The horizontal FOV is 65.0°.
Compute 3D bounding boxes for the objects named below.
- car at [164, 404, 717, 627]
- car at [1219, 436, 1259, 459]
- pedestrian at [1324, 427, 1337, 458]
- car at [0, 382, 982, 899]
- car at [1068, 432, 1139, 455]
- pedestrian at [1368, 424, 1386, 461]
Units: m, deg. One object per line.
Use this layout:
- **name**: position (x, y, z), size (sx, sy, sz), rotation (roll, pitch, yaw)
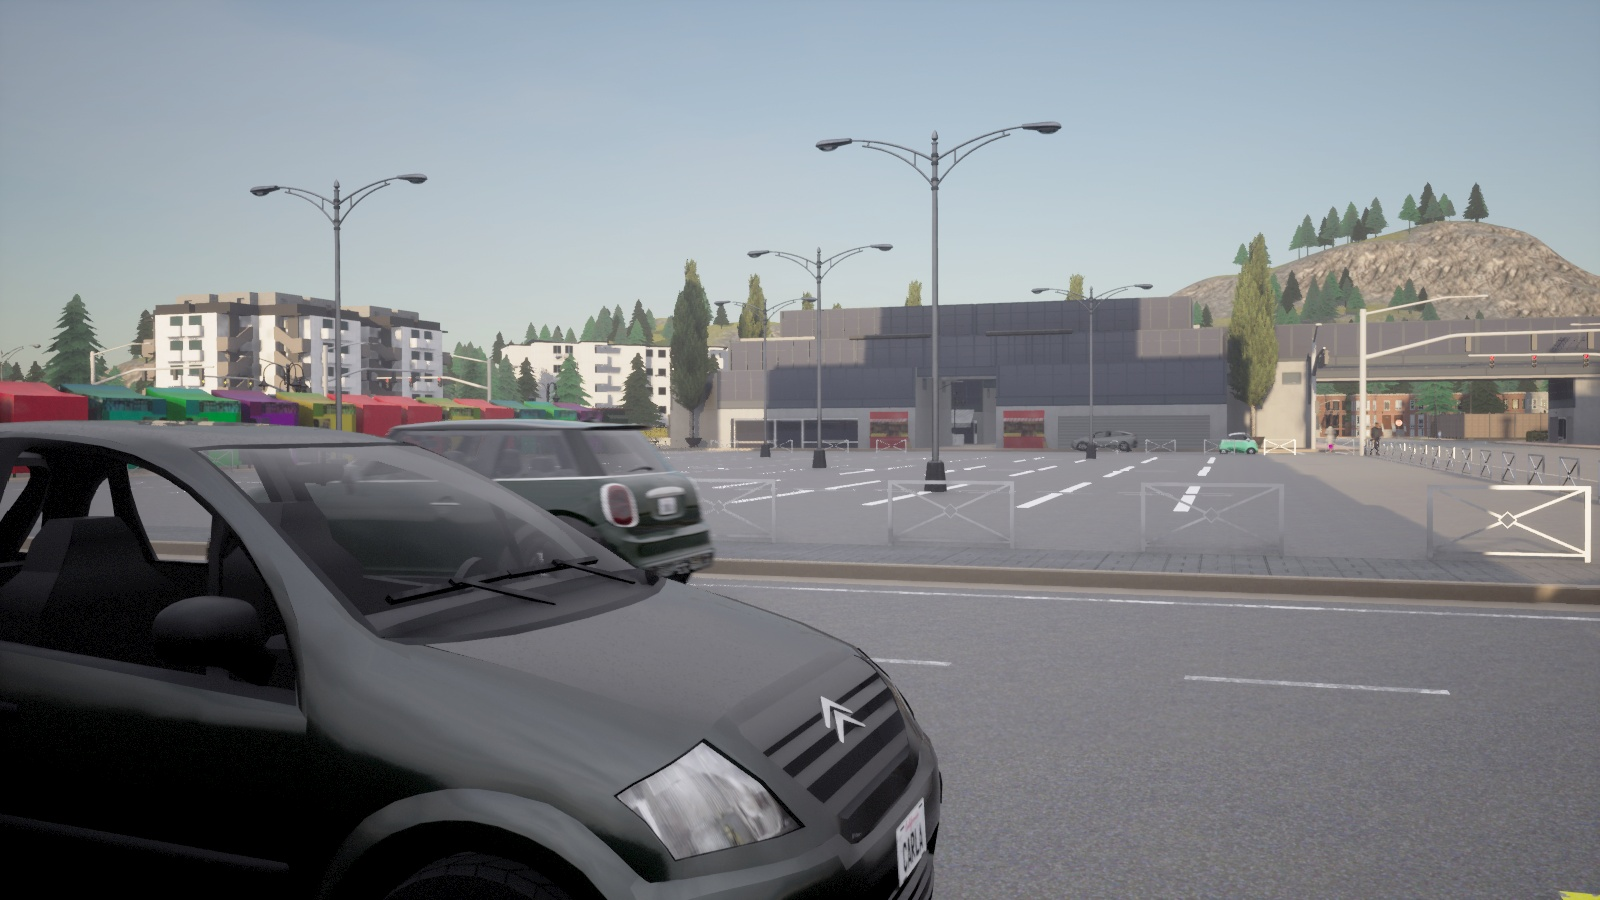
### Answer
- **car**: position (-3.281, 0.486, 11.677), size (4.553, 1.767, 2.097), rotation (1, 1, 19)
- **car**: position (25.909, -0.153, 74.125), size (2.207, 1.376, 1.481), rotation (0, 1, 20)
- **pedestrian**: position (33.780, -0.489, 79.899), size (0.659, 1.952, 0.873), rotation (1, 1, 18)
- **car**: position (-1.613, 0.659, 3.733), size (3.988, 1.617, 1.851), rotation (1, 1, 19)
- **car**: position (21.045, -0.486, 87.066), size (4.514, 1.525, 2.007), rotation (1, 1, 20)
- **pedestrian**: position (30.747, -0.416, 66.928), size (0.423, 1.949, 0.788), rotation (0, 1, -14)
